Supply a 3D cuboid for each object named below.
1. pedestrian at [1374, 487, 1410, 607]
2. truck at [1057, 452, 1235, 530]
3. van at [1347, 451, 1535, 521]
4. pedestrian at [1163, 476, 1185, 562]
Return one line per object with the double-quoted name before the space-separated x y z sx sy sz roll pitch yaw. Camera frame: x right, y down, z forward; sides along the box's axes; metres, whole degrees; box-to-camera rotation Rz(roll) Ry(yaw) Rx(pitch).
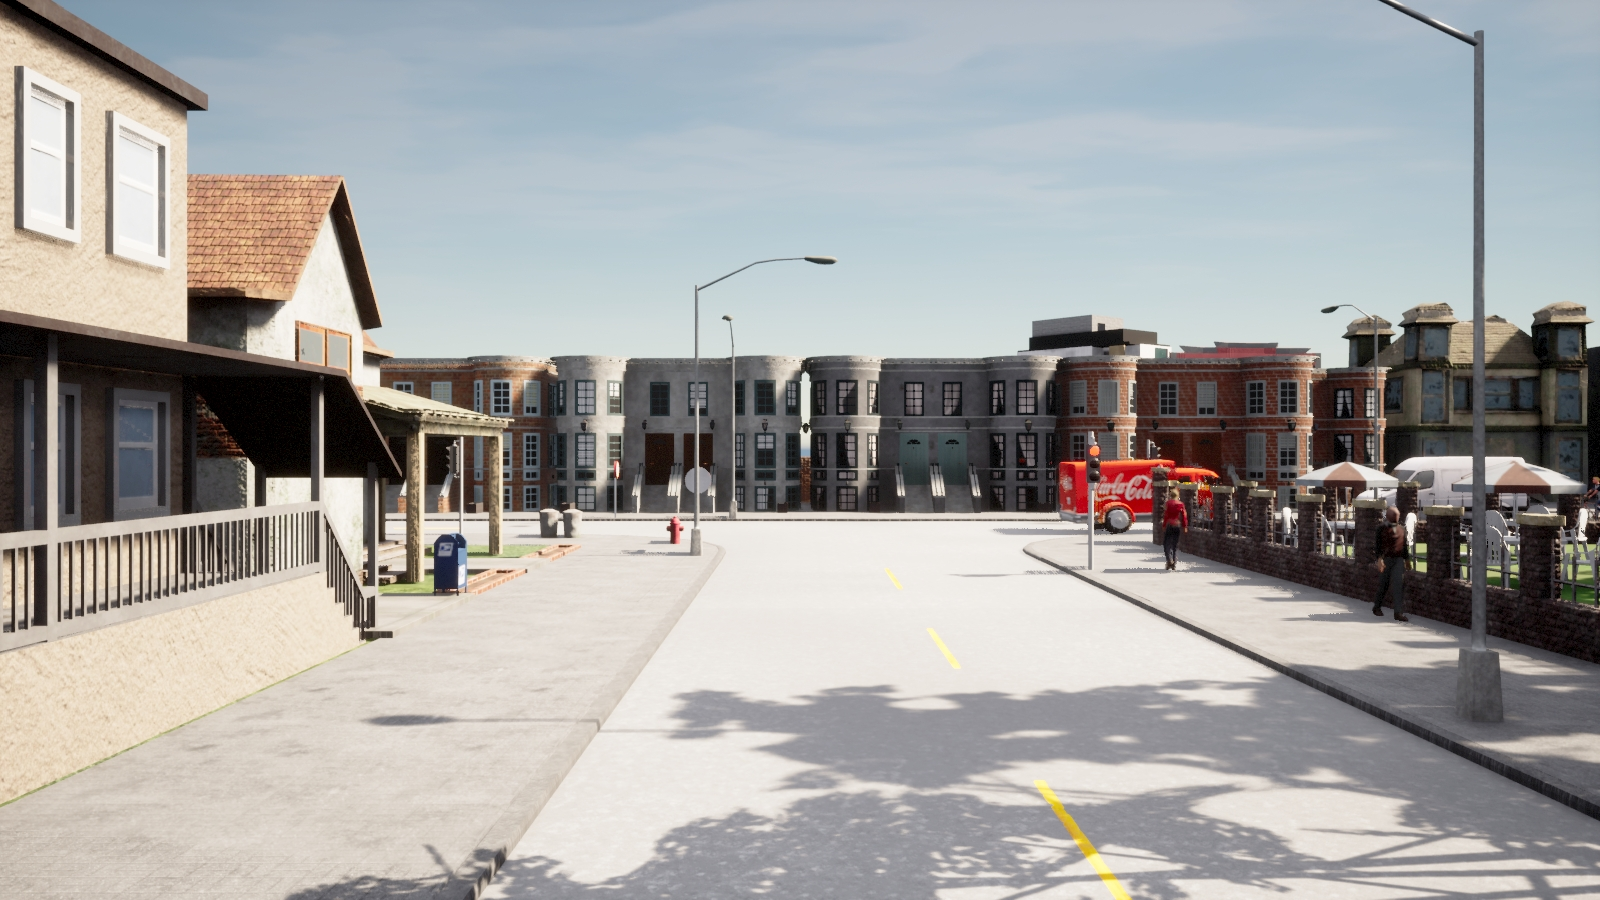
"pedestrian" 9.368 1.523 18.081 0.375 1.860 0.375 0 0 0
"truck" 11.684 1.361 38.921 5.204 2.467 2.627 -1 0 0
"van" 23.901 1.314 42.744 5.915 2.561 1.988 0 0 0
"pedestrian" 8.248 1.516 25.190 0.375 1.860 0.375 0 0 5
